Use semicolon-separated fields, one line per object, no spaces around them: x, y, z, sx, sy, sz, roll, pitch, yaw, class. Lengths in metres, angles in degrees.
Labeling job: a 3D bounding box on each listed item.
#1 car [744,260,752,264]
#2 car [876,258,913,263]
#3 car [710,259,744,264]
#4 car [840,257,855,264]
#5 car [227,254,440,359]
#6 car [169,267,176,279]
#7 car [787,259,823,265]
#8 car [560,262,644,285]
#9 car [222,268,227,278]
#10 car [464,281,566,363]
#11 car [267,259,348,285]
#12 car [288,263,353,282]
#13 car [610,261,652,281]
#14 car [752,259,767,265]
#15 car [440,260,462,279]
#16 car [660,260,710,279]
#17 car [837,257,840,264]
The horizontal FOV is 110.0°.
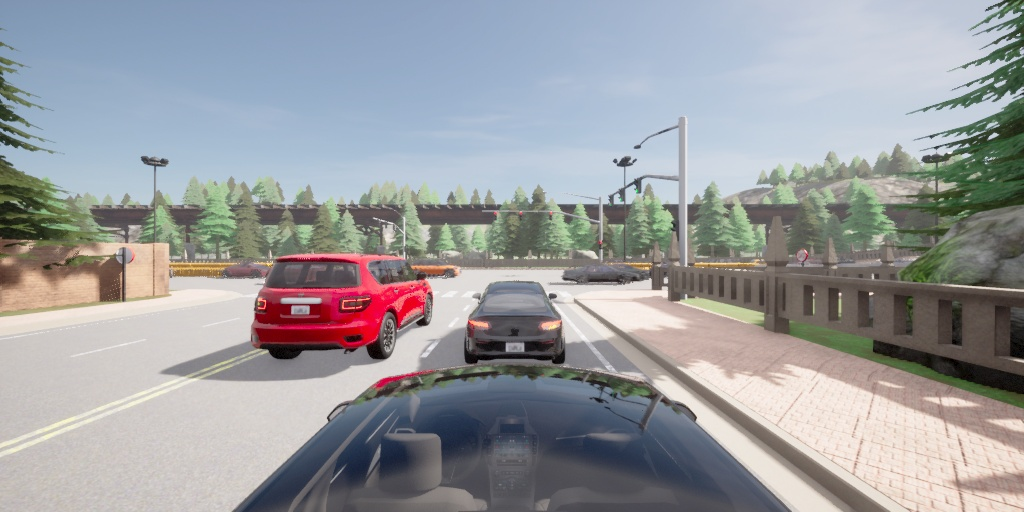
25.529;1.106;43.074;4.553;1.767;2.097;0;0;0;car
42.047;0.978;39.548;5.357;1.411;2.033;-3;0;0;car
22.425;1.106;39.583;4.553;1.767;2.097;0;0;0;car
41.599;0.958;46.548;4.892;1.490;1.837;-3;0;0;car
-3.441;0.972;8.519;2.150;2.045;5.566;0;0;0;car
-30.219;1.105;29.106;4.553;1.767;2.097;0;0;0;car
31.413;1.341;39.566;4.718;1.301;1.895;0;0;0;car
6.179;1.299;25.447;5.357;1.411;2.033;0;0;0;car
-23.763;1.317;32.577;4.181;1.385;1.994;0;0;0;car
0.061;1.276;7.967;1.812;1.442;4.674;0;0;0;car
-14.466;1.103;25.536;4.553;1.767;2.097;0;0;0;car
-15.451;1.318;29.041;4.181;1.385;1.994;0;0;0;car
8.950;1.317;28.934;4.181;1.385;1.994;0;0;0;car
31.736;1.215;46.564;5.008;1.535;1.882;-1;0;0;car
-6.883;1.105;32.503;4.553;1.767;2.097;0;0;0;car
14.923;1.279;32.408;4.674;1.442;1.812;0;0;0;car
35.678;1.146;43.063;5.008;1.535;1.882;-1;0;0;car
